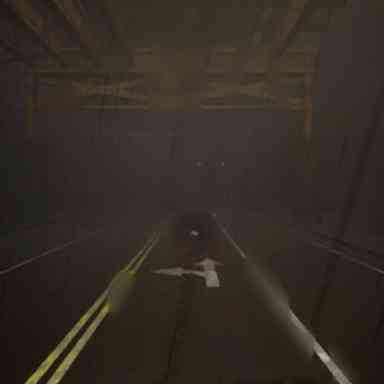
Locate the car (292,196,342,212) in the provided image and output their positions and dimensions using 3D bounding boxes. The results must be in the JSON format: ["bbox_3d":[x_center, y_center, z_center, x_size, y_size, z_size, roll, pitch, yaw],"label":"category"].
[{"bbox_3d":[13.597,1.293,36.241,4.974,1.542,2.038,0,0,25],"label":"car"}]

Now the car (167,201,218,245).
[{"bbox_3d":[0.106,1.418,15.174,1.882,1.535,5.008,0,0,0],"label":"car"}]

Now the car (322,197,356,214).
[{"bbox_3d":[13.269,1.313,32.083,4.974,1.542,2.038,0,0,-20],"label":"car"}]

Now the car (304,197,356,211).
[{"bbox_3d":[13.318,1.155,32.100,4.536,1.218,1.853,0,0,-20],"label":"car"}]

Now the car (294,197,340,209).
[{"bbox_3d":[13.644,1.136,36.219,4.536,1.218,1.853,0,0,25],"label":"car"}]

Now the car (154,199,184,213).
[{"bbox_3d":[-1.809,1.407,32.413,2.033,1.411,5.357,0,0,-32],"label":"car"}]
